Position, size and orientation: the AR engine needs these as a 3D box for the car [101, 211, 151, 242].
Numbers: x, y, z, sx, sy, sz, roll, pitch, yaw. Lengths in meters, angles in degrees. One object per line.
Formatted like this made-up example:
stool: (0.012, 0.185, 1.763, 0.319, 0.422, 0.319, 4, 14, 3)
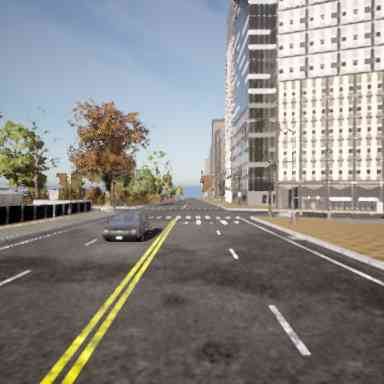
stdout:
car: (-3.345, 1.759, 17.983, 2.033, 1.411, 5.357, 0, -1, 0)
